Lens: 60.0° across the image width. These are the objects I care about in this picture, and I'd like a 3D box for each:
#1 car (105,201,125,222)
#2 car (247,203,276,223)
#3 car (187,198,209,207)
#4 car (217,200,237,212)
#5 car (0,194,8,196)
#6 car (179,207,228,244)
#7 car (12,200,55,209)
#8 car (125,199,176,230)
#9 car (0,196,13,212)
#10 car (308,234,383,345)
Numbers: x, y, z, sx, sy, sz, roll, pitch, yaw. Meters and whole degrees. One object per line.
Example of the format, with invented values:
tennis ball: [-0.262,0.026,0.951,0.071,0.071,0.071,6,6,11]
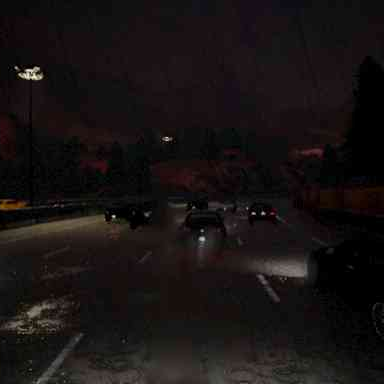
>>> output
car: [-5.240,1.480,26.136,1.837,1.490,4.892,0,0,8]
car: [5.093,1.482,24.567,2.033,1.411,5.357,0,0,8]
car: [0.744,1.435,38.842,1.837,1.490,4.892,0,1,13]
car: [4.040,1.517,37.670,1.895,1.301,4.718,0,0,13]
car: [-21.692,1.255,35.151,2.150,2.045,5.566,0,0,11]
car: [0.590,1.571,15.508,1.895,1.301,4.718,0,0,4]
car: [-15.022,1.570,32.589,1.994,1.385,4.181,0,0,10]
car: [-2.344,1.323,21.069,2.097,1.767,4.553,0,0,6]
car: [-18.565,1.498,32.642,1.882,1.535,5.008,0,0,10]
car: [3.673,1.499,6.129,1.812,1.442,4.674,0,0,1]
